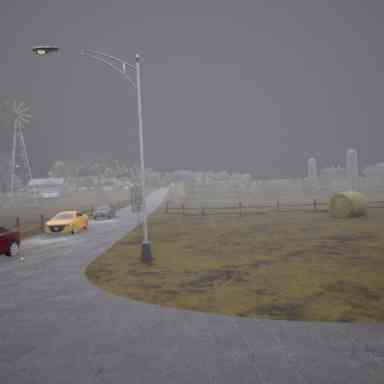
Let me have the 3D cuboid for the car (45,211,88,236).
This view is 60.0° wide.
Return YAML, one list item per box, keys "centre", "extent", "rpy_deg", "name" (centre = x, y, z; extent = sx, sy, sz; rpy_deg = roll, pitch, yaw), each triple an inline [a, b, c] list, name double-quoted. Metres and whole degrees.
- centre: [-9.062, 2.177, 24.363]
  extent: [1.882, 1.535, 5.008]
  rpy_deg: [-3, 0, -3]
  name: "car"

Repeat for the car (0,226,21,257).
- centre: [-8.590, 2.025, 12.832]
  extent: [1.882, 1.535, 5.008]
  rpy_deg: [-3, -1, 0]
  name: "car"

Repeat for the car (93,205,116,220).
- centre: [-9.735, 2.240, 37.191]
  extent: [1.837, 1.490, 4.892]
  rpy_deg: [-3, 0, -3]
  name: "car"
